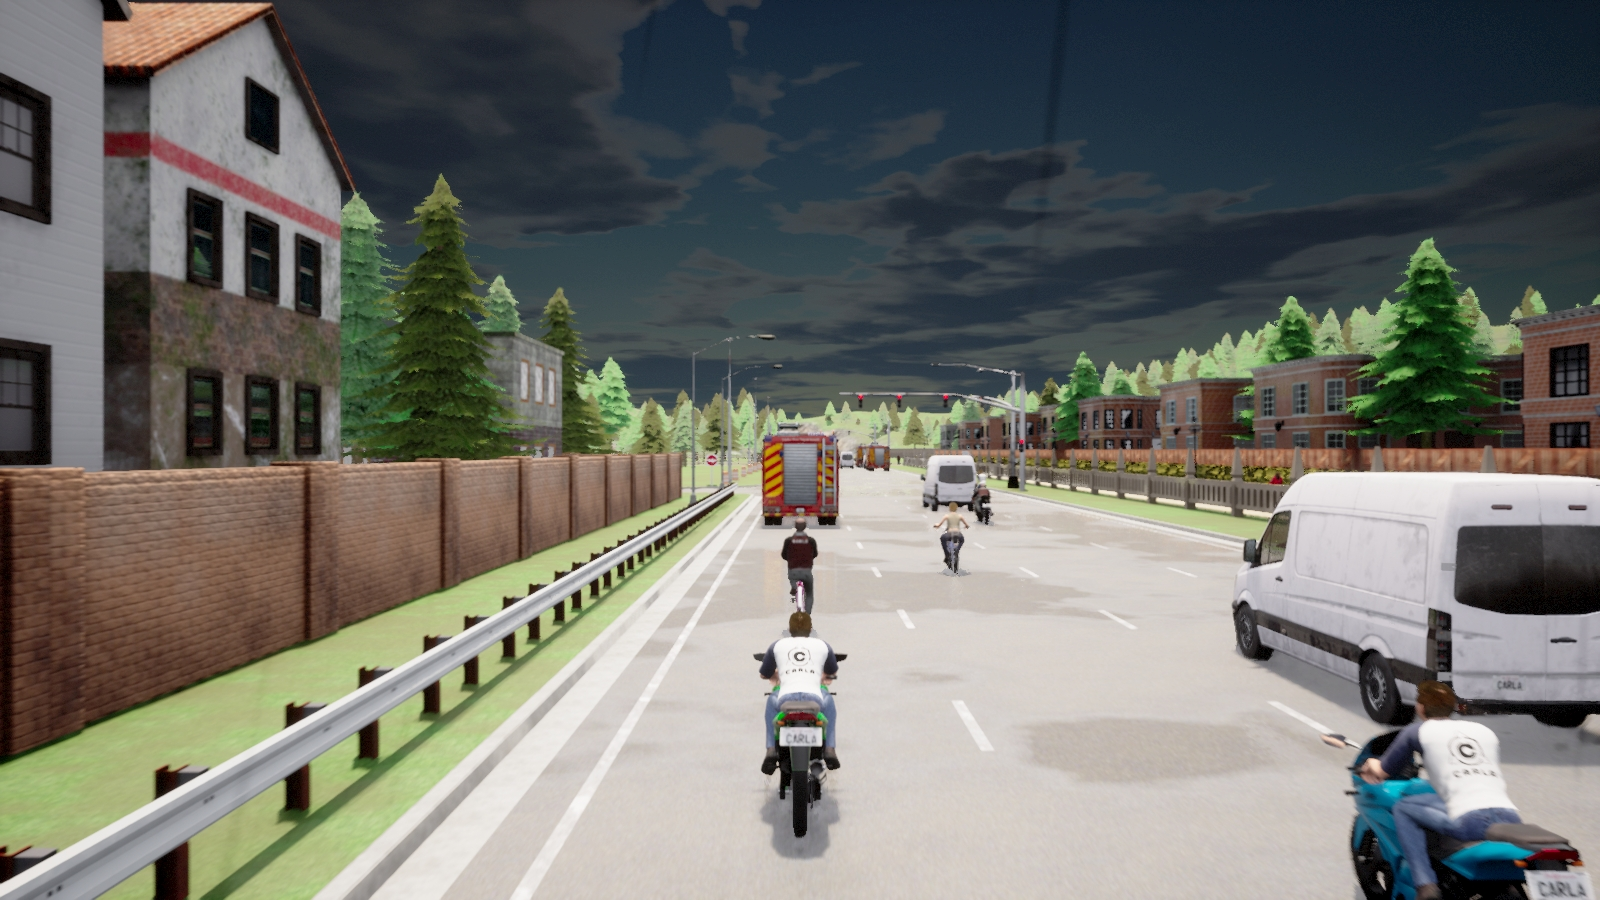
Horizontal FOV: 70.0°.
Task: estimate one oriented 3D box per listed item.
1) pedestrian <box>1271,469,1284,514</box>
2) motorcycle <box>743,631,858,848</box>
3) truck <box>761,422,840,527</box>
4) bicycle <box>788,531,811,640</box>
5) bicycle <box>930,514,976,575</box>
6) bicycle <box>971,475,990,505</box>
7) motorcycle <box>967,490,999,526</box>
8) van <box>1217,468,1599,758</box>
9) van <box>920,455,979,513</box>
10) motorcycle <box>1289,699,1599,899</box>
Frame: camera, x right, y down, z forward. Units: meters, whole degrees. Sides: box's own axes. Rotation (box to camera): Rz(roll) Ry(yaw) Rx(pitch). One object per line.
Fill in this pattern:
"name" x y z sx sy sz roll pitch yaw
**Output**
"pedestrian" 19.691 1.704 47.122 0.375 1.860 0.375 0 0 0
"motorcycle" 0.002 2.186 8.997 0.803 1.199 2.033 0 0 0
"truck" 0.004 0.894 46.094 2.891 3.827 8.468 0 0 0
"bicycle" -0.002 2.062 17.762 0.329 1.471 1.835 0 0 0
"bicycle" 3.505 2.160 26.257 0.859 1.277 1.487 0 0 0
"bicycle" 9.333 2.060 59.110 0.373 1.496 1.643 0 0 -13
"motorcycle" 7.009 2.208 43.816 0.867 1.251 2.209 0 0 0
"van" 6.910 1.535 13.419 1.988 2.561 5.915 0 0 1
"van" 7.006 1.538 54.121 1.988 2.561 5.915 0 0 0
"motorcycle" 3.520 2.187 6.264 0.803 1.199 2.033 0 0 0
